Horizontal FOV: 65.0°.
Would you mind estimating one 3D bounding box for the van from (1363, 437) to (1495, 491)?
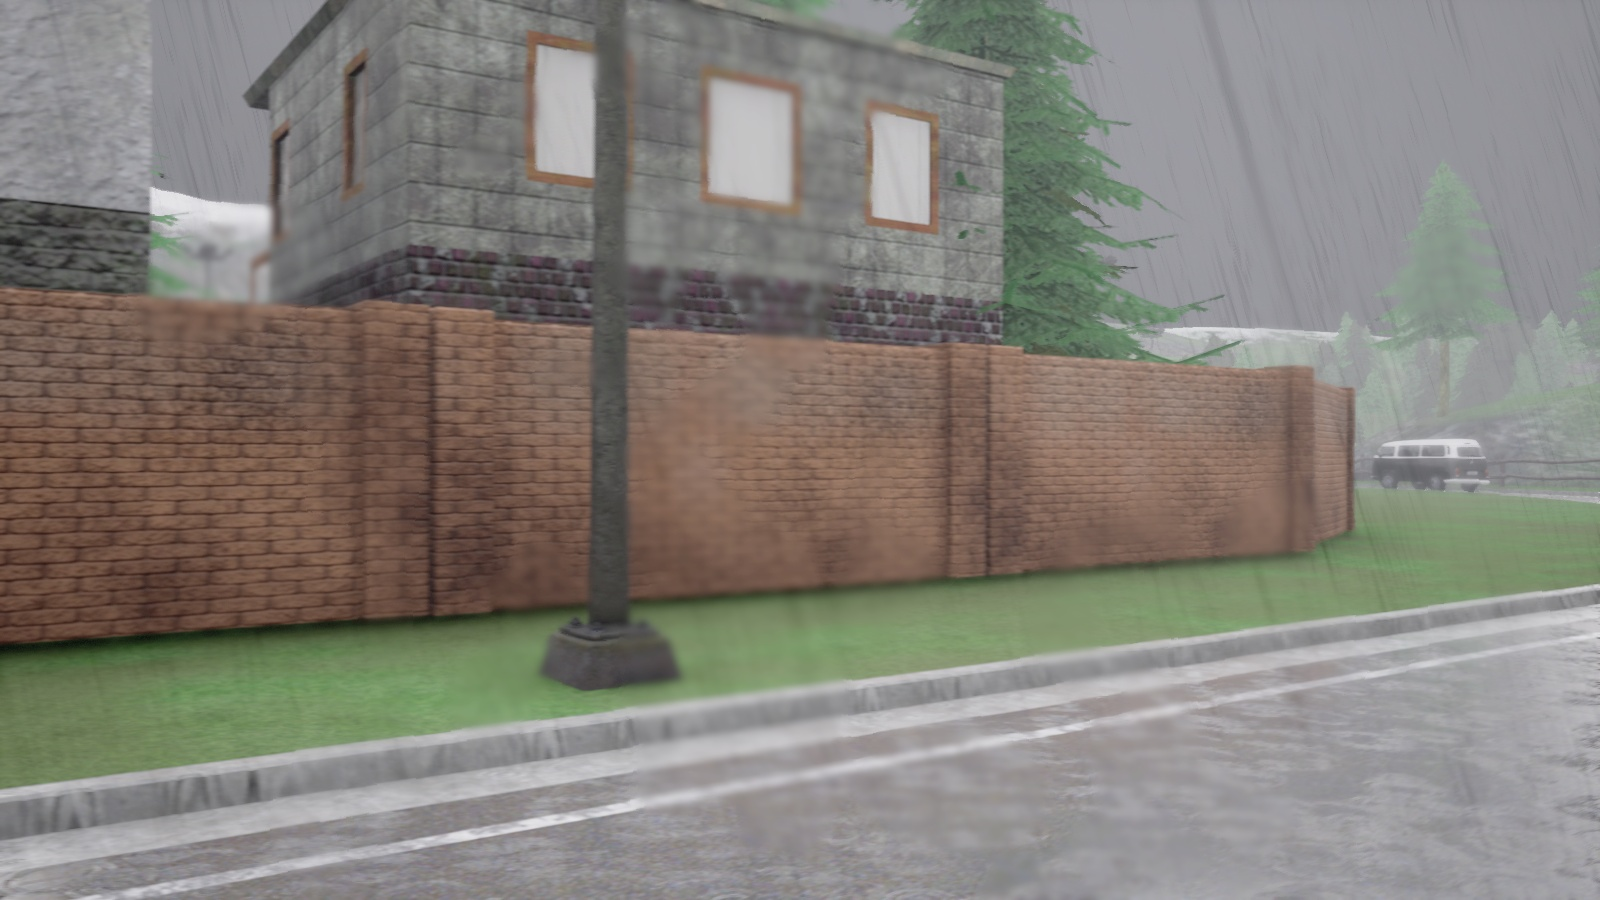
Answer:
[{"bbox_3d":[24.480,0.537,49.082,2.069,2.038,4.480,1,0,-17],"label":"van"}]
